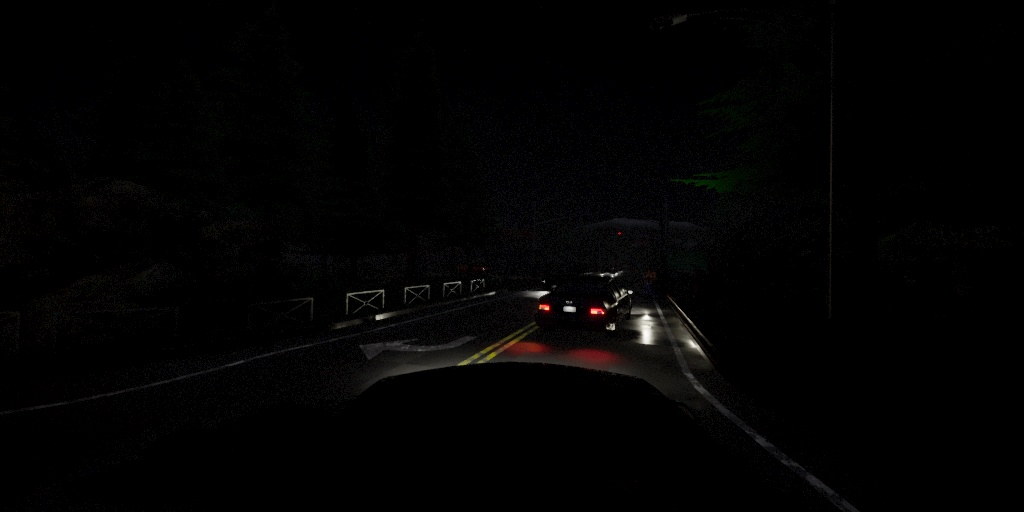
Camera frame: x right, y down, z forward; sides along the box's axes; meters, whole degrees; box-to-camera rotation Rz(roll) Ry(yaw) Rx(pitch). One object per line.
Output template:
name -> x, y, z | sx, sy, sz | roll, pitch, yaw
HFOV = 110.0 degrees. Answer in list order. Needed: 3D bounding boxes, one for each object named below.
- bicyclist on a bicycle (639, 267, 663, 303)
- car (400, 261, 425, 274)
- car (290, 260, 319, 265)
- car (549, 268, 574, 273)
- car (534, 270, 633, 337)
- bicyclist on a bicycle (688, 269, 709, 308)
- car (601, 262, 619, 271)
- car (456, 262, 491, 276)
bicyclist on a bicycle -> 6.417, 1.351, 16.487 | 1.656, 1.620, 0.582 | 1, -1, -31
car -> -13.790, 1.454, 47.747 | 4.553, 1.767, 2.097 | 1, -1, 20
car -> -32.800, 1.375, 55.920 | 4.674, 1.442, 1.812 | 1, -1, 28
car -> 3.355, 1.485, 23.670 | 2.033, 1.411, 5.357 | 1, -1, 20
car -> 2.296, 1.283, 10.277 | 2.033, 1.411, 5.357 | 1, -1, 24
bicyclist on a bicycle -> 7.863, 1.363, 15.106 | 1.656, 1.620, 0.582 | 1, -1, -34
car -> 15.578, 1.988, 57.917 | 2.097, 1.767, 4.553 | 1, -1, 20
car -> -4.905, 1.578, 44.554 | 4.553, 1.767, 2.097 | 1, -1, 20
